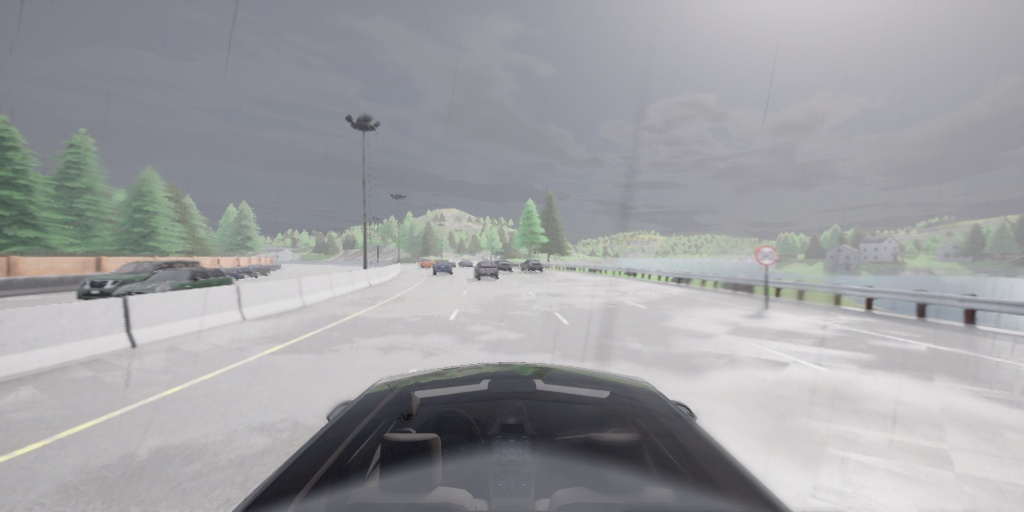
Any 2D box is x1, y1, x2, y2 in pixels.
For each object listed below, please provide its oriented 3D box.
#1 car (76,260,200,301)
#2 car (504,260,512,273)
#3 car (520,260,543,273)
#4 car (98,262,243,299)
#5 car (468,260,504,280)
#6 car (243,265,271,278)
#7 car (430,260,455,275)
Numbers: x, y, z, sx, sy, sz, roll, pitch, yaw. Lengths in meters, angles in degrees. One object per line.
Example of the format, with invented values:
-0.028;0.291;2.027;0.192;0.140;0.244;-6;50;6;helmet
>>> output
-18.433;1.244;18.380;2.150;2.045;5.566;-1;0;-6;car
-1.271;1.268;43.348;1.837;1.490;4.892;0;0;-14;car
2.295;1.216;43.427;1.837;1.490;4.892;0;0;-14;car
-14.721;1.316;15.938;2.097;1.767;4.553;-1;0;-5;car
-2.411;1.272;32.147;2.128;1.511;4.902;-1;0;-11;car
-29.818;1.732;41.605;2.033;1.411;5.357;-1;0;-16;car
-8.223;1.219;42.168;2.097;1.767;4.553;-1;0;-14;car
